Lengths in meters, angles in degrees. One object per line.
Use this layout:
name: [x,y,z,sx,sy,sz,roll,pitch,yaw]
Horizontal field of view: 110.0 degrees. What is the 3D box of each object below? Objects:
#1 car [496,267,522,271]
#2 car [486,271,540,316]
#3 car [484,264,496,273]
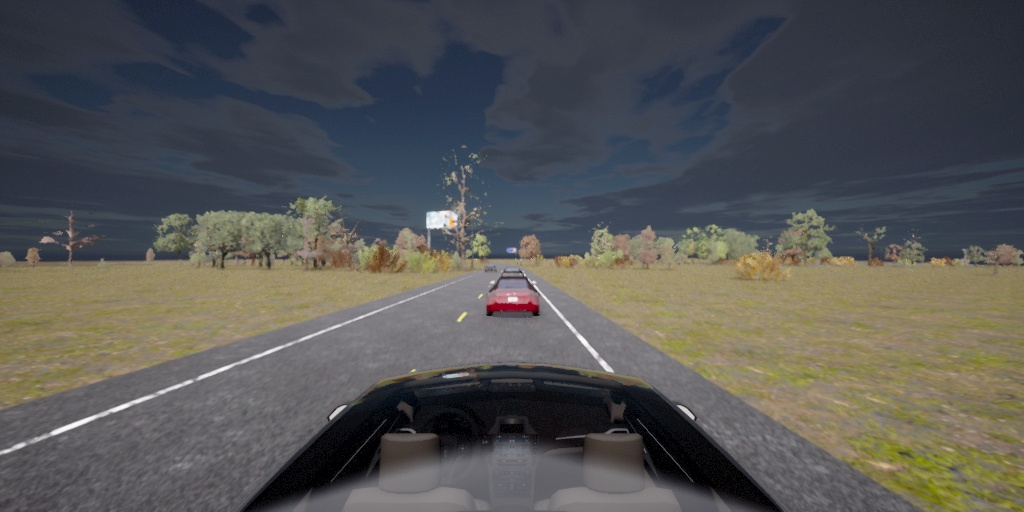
car: [0.050,1.590,29.104,2.128,1.511,4.902,0,-1,1]
car: [0.050,1.474,14.297,1.994,1.385,4.181,0,-1,1]
car: [-3.540,2.062,59.803,1.994,1.385,4.181,0,-1,1]
